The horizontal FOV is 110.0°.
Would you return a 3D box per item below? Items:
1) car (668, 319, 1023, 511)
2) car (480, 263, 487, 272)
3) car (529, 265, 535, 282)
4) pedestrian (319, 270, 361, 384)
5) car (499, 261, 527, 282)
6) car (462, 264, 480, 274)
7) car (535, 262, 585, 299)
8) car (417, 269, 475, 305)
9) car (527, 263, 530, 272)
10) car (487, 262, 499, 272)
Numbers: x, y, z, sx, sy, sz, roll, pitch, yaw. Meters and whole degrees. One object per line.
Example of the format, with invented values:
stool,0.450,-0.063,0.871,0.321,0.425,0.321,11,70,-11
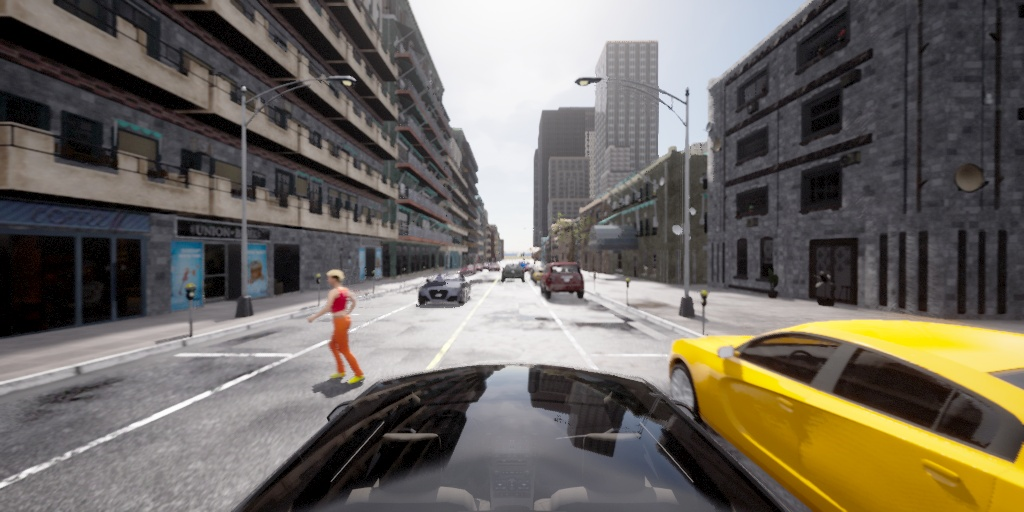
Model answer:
car,3.000,1.240,2.801,1.882,1.535,5.008,0,-1,0
car,-5.672,1.927,58.641,1.888,1.381,4.507,0,0,0
car,2.690,1.603,30.956,1.751,1.417,4.829,0,0,0
pedestrian,-2.771,1.090,5.791,0.375,1.860,0.375,-1,0,0
car,0.106,1.470,34.326,2.097,1.767,4.553,0,-1,0
car,-5.676,1.844,47.481,1.802,1.307,4.207,0,0,0
car,2.662,1.268,19.626,2.192,1.841,5.009,0,0,0
car,-3.095,1.488,17.115,1.994,1.385,4.181,0,-1,0
car,2.706,1.691,36.364,2.007,1.370,4.403,0,0,0
car,-2.980,1.925,60.850,1.882,1.535,5.008,0,-1,0
